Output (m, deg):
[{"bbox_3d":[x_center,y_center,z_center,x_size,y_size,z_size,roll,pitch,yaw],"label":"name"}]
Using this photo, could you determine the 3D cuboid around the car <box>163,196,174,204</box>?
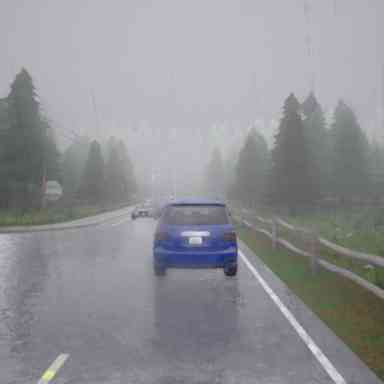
[{"bbox_3d":[-4.267,1.419,61.195,1.812,1.442,4.674,0,0,-1],"label":"car"}]

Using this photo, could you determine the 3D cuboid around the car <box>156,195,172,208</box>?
[{"bbox_3d":[-3.932,1.271,47.304,2.097,1.767,4.553,0,0,-2],"label":"car"}]

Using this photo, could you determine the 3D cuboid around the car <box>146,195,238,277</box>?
[{"bbox_3d":[0.087,1.205,10.327,2.150,2.045,5.566,0,0,0],"label":"car"}]

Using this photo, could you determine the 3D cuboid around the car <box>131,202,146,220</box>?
[{"bbox_3d":[-3.614,1.513,27.102,1.994,1.385,4.181,0,0,2],"label":"car"}]

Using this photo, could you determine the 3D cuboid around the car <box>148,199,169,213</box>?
[{"bbox_3d":[-3.692,1.495,37.059,1.994,1.385,4.181,0,0,-1],"label":"car"}]
